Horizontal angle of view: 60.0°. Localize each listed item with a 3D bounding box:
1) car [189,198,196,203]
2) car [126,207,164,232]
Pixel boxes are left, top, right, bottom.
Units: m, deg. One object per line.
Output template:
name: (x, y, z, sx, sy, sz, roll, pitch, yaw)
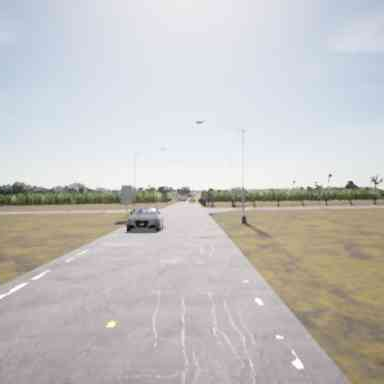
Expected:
car: (0.009, 2.320, 91.536, 1.882, 1.535, 5.008, 0, -1, 0)
car: (-2.840, 1.663, 20.876, 1.994, 1.385, 4.181, 0, 0, 0)
